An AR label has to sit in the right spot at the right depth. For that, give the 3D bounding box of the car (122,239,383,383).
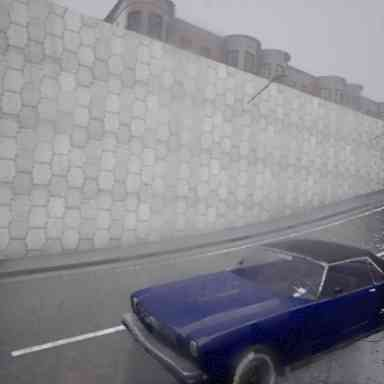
[{"bbox_3d":[1.463,1.471,4.855,4.718,1.301,1.895,-2,2,-32],"label":"car"}]
